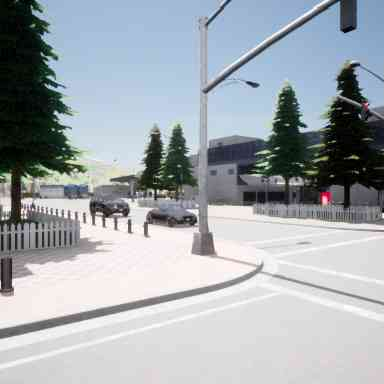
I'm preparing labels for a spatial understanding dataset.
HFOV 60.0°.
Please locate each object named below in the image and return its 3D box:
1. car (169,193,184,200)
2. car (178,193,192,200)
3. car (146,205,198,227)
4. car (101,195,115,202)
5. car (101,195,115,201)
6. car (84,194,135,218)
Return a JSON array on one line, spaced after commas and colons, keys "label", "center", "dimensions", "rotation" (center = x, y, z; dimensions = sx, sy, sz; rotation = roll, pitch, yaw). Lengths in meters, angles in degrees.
[{"label": "car", "center": [-3.922, 1.113, 85.982], "dimensions": [1.932, 1.855, 4.605], "rotation": [0, 0, -37]}, {"label": "car", "center": [-1.834, 1.092, 88.044], "dimensions": [1.905, 1.878, 3.866], "rotation": [0, 0, -37]}, {"label": "car", "center": [-1.450, 1.579, 22.849], "dimensions": [1.994, 1.385, 4.181], "rotation": [0, 0, -37]}, {"label": "car", "center": [-18.931, 1.389, 75.022], "dimensions": [1.845, 1.501, 3.633], "rotation": [0, 0, -37]}, {"label": "car", "center": [-20.958, 1.399, 82.757], "dimensions": [1.970, 1.475, 3.806], "rotation": [0, 0, -37]}, {"label": "car", "center": [-7.885, 1.237, 31.366], "dimensions": [2.150, 2.045, 5.566], "rotation": [0, 0, -37]}]
